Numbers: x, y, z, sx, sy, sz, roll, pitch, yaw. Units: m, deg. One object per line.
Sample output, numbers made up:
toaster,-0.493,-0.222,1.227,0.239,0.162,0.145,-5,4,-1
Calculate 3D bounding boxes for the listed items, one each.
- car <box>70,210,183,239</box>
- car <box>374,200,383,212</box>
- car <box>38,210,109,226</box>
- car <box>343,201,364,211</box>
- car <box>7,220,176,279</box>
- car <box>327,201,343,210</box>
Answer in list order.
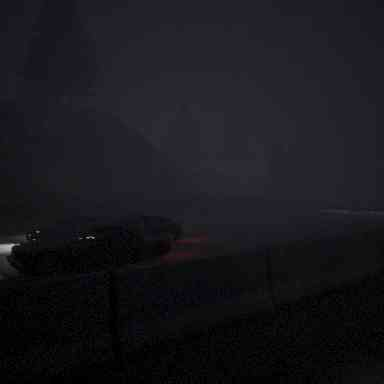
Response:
car,-2.673,1.748,15.181,4.892,1.490,1.837,0,-1,-38
car,25.830,1.860,44.880,1.882,1.535,5.008,-1,-1,36
car,-6.092,1.865,16.978,4.181,1.385,1.994,0,-1,-37
car,23.240,1.966,47.268,1.812,1.442,4.674,-1,-1,36
car,-3.084,1.782,10.452,4.718,1.301,1.895,0,-1,-37
car,22.866,2.071,52.859,2.033,1.411,5.357,-1,-1,34
